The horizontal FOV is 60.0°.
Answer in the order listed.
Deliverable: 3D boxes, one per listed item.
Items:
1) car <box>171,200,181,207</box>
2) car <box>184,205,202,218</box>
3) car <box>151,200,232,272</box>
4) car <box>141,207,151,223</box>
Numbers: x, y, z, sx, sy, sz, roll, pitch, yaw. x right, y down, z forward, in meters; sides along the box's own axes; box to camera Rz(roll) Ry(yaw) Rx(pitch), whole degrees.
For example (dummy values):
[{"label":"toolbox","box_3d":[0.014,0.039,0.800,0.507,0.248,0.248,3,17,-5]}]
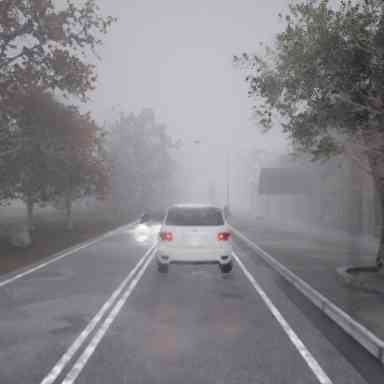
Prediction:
[{"label":"car","box_3d":[-3.264,2.426,69.966,1.837,1.490,4.892,0,-1,0]},{"label":"car","box_3d":[0.092,2.096,36.549,1.895,1.301,4.718,0,-1,0]},{"label":"car","box_3d":[0.079,1.379,11.502,2.150,2.045,5.566,0,-1,0]},{"label":"car","box_3d":[-3.356,2.001,29.574,1.895,1.301,4.718,0,-1,0]}]
